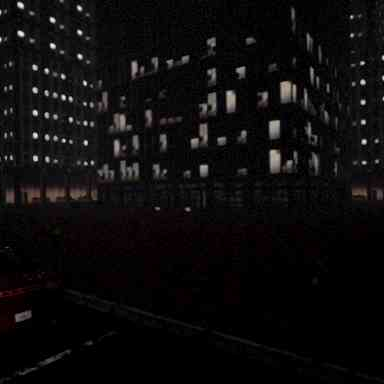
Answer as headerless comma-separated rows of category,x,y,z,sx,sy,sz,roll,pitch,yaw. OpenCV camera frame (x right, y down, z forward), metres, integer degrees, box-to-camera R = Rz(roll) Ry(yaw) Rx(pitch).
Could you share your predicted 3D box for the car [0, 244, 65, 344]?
car,-4.092,1.550,5.817,4.507,1.381,1.887,0,-1,36
